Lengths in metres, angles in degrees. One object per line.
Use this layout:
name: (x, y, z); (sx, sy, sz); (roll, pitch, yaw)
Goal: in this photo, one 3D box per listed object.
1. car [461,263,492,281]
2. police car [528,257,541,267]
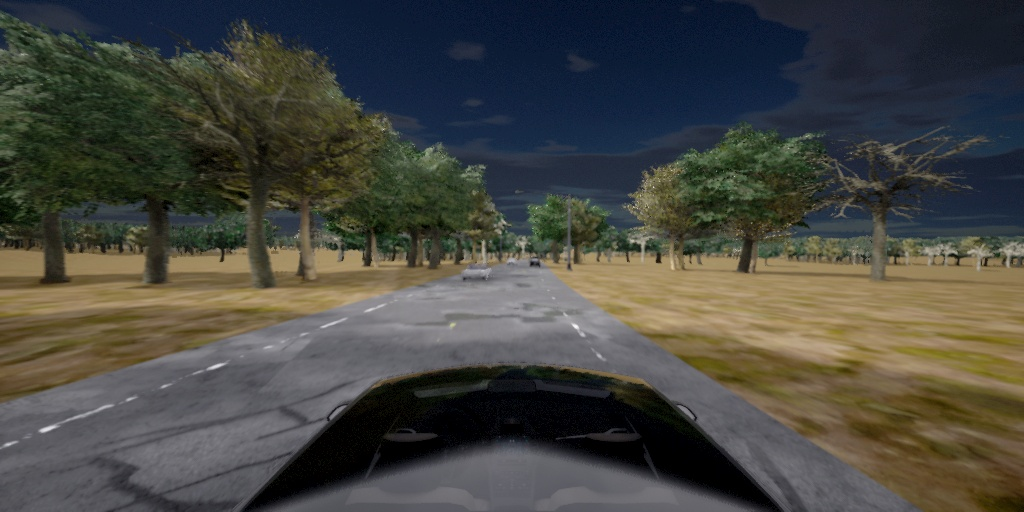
car: (-2.825, 1.274, 29.204); (1.895, 1.301, 4.718); (-1, 1, 3)
police car: (4.064, 1.098, 63.476); (1.930, 1.638, 5.238); (0, 0, 4)
